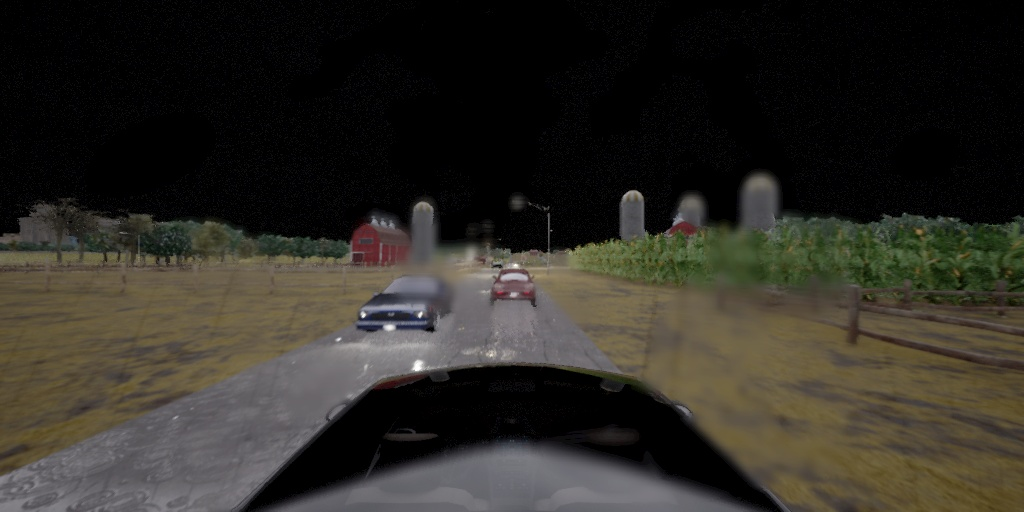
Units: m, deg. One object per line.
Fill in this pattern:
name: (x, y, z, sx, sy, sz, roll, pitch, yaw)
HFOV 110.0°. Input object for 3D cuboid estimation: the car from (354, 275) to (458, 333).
car: (-2.854, 1.291, 11.019, 2.033, 1.411, 5.357, 0, 0, 0)

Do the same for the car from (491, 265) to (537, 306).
car: (0.091, 1.275, 15.676, 1.812, 1.442, 4.674, 0, 0, 0)
